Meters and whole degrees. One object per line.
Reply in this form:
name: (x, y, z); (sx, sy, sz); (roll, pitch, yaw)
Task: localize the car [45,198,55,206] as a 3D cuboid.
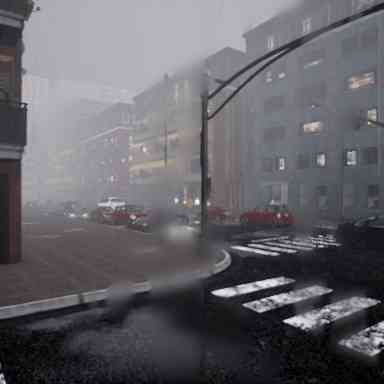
car: (-32.991, 2.338, 78.611); (2.192, 1.841, 5.009); (-1, 0, -35)

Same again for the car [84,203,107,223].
car: (-7.527, 1.910, 28.660); (1.802, 1.307, 4.206); (-1, 0, -35)

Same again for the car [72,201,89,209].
car: (-20.229, 2.336, 60.449); (1.802, 1.307, 4.206); (-1, 0, -35)

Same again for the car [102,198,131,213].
car: (-10.664, 1.865, 46.829); (2.192, 1.841, 5.009); (-1, 0, -35)

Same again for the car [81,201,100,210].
car: (-17.039, 2.268, 55.909); (1.802, 1.307, 4.206); (-1, 0, -35)

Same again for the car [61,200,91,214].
car: (-15.545, 1.900, 44.449); (2.097, 1.767, 4.553); (0, -1, -35)

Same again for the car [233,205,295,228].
car: (5.292, 1.649, 24.132); (1.967, 1.590, 4.097); (-1, 0, -35)

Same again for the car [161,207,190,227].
car: (-1.973, 1.821, 25.057); (1.994, 1.385, 4.181); (0, -1, -35)

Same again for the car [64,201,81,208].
car: (-23.418, 2.387, 64.989); (1.947, 1.339, 4.313); (-1, 0, -35)

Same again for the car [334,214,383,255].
car: (7.486, 1.547, 11.593); (2.128, 1.511, 4.902); (0, -1, -35)

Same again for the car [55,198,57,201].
car: (-26.608, 2.439, 69.529); (2.008, 1.369, 4.403); (-1, 0, -35)

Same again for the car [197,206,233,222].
car: (2.102, 1.859, 28.670); (1.802, 1.307, 4.206); (-1, 0, -35)

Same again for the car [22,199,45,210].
car: (-26.667, 2.176, 55.903); (1.967, 1.590, 4.097); (-1, 0, -35)

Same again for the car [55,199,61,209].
car: (-22.473, 2.279, 59.367); (1.812, 1.442, 4.674); (0, -1, -35)

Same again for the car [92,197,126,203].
car: (-10.415, 1.718, 42.228); (2.150, 2.045, 5.566); (0, -1, -35)

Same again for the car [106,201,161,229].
car: (-4.340, 1.699, 24.120); (1.967, 1.590, 4.097); (-1, 0, -35)
